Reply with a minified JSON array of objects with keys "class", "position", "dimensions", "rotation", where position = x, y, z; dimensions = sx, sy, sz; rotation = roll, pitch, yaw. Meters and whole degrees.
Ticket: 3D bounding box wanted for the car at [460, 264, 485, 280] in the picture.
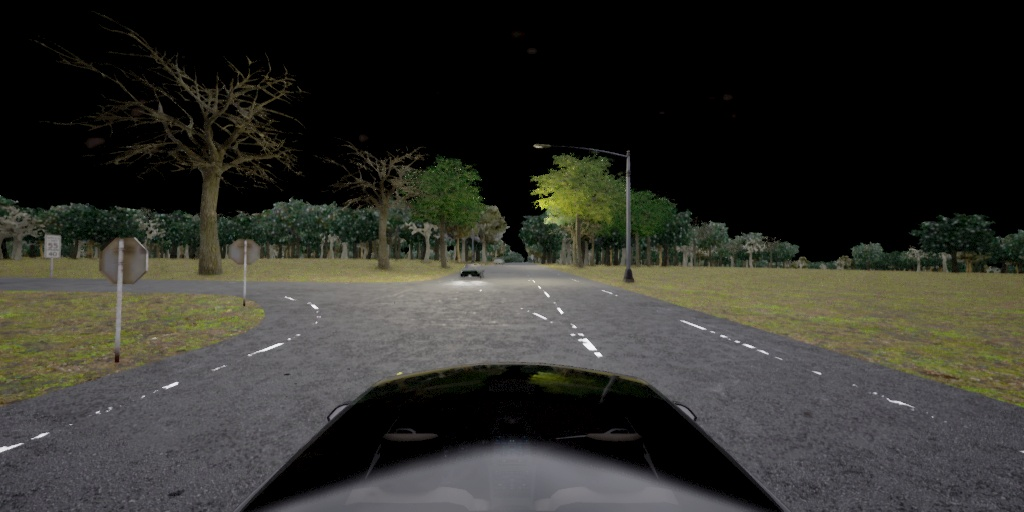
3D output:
[{"class":"car","position":[-3.501,1.397,32.104],"dimensions":[1.895,1.301,4.718],"rotation":[0,0,0]}]
